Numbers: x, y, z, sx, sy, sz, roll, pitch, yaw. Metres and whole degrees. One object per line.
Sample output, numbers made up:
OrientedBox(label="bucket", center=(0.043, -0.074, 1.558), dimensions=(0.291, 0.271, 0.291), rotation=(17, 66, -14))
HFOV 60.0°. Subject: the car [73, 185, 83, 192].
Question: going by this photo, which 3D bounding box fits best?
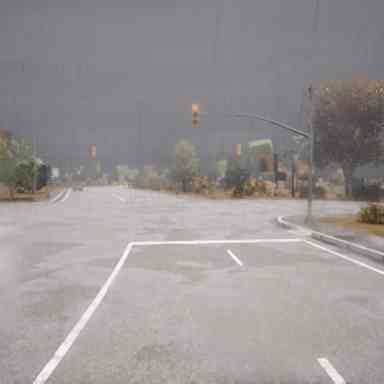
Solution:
OrientedBox(label="car", center=(-24.401, -0.780, 71.094), dimensions=(1.994, 1.385, 4.181), rotation=(-1, 2, -19))
